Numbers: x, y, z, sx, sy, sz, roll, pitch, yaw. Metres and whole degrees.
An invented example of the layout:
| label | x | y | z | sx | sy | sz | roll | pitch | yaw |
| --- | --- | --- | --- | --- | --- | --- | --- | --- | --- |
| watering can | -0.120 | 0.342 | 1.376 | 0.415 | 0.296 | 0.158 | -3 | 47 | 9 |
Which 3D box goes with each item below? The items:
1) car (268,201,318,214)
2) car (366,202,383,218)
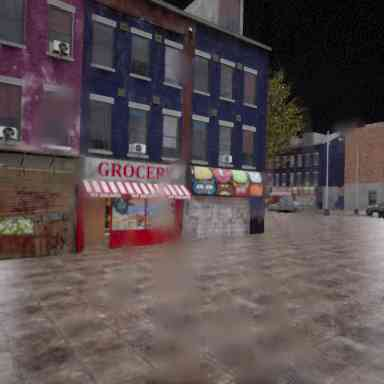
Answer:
| label | x | y | z | sx | sy | sz | roll | pitch | yaw |
| --- | --- | --- | --- | --- | --- | --- | --- | --- | --- |
| car | 10.596 | 1.657 | 35.446 | 2.033 | 1.411 | 5.357 | 2 | -2 | -35 |
| car | 16.674 | 1.534 | 26.798 | 1.837 | 1.490 | 4.892 | 2 | -2 | -34 |
